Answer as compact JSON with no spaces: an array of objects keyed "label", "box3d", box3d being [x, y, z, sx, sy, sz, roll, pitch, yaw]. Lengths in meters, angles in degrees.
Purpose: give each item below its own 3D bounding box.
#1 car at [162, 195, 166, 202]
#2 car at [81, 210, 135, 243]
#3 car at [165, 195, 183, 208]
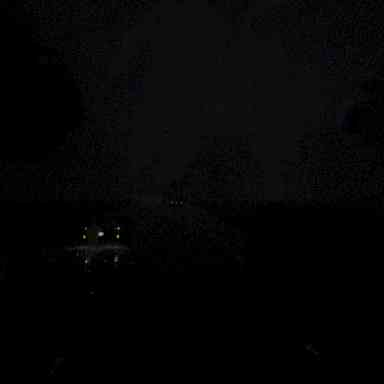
[{"label":"car","box3d":[-5.113,1.362,69.119,2.033,1.411,5.357,0,0,-9]},{"label":"car","box3d":[-3.945,1.591,16.159,1.994,1.385,4.181,0,0,-2]},{"label":"car","box3d":[-2.305,1.494,46.917,2.033,1.411,5.357,0,0,-6]}]
